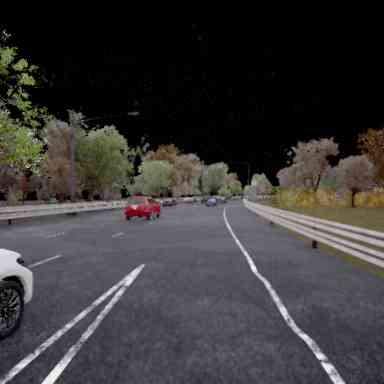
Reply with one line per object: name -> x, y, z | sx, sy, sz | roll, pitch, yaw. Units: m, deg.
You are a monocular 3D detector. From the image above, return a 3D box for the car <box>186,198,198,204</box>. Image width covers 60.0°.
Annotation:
car -> -0.020, 2.059, 76.836 | 2.033, 1.411, 5.357 | -1, 0, 12

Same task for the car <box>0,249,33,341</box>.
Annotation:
car -> -4.106, 1.270, 3.556 | 2.150, 2.045, 5.566 | -1, 0, 6

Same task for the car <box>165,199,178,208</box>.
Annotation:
car -> -3.754, 1.911, 56.795 | 1.837, 1.490, 4.892 | -1, 0, 10

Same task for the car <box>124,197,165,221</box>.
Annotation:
car -> -4.378, 1.448, 30.257 | 2.150, 2.045, 5.566 | -1, 0, 8

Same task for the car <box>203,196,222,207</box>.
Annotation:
car -> 3.603, 1.883, 58.191 | 1.812, 1.442, 4.674 | -1, 0, 10

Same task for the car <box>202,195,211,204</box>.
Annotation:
car -> 3.612, 1.718, 77.165 | 2.150, 2.045, 5.566 | -1, 0, 12

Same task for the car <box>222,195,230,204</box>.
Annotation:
car -> 7.232, 1.990, 77.401 | 1.812, 1.442, 4.674 | -1, 0, 12
